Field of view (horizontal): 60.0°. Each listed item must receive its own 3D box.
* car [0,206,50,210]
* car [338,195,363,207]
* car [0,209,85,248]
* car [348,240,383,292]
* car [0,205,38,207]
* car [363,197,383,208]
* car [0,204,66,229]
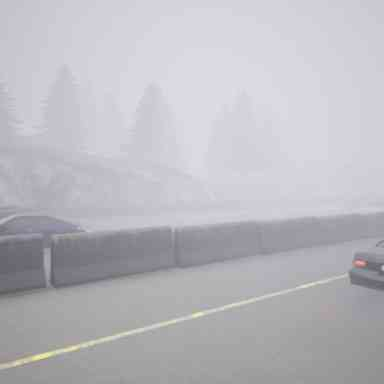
[{"bbox_3d":[-8.428,1.551,15.177,5.357,1.411,2.033,0,0,-36],"label":"car"},{"bbox_3d":[21.919,1.238,45.407,4.902,1.511,2.128,-1,1,-35],"label":"car"},{"bbox_3d":[-6.386,1.529,12.336,4.674,1.442,1.812,0,0,-35],"label":"car"},{"bbox_3d":[5.897,1.553,7.952,5.357,1.411,2.033,0,0,-35],"label":"car"},{"bbox_3d":[-10.499,1.481,18.000,5.008,1.535,1.882,0,0,-35],"label":"car"},{"bbox_3d":[24.510,1.302,42.945,4.181,1.385,1.994,-1,1,-35],"label":"car"},{"bbox_3d":[-10.810,1.569,22.077,4.181,1.385,1.994,0,0,-35],"label":"car"}]
